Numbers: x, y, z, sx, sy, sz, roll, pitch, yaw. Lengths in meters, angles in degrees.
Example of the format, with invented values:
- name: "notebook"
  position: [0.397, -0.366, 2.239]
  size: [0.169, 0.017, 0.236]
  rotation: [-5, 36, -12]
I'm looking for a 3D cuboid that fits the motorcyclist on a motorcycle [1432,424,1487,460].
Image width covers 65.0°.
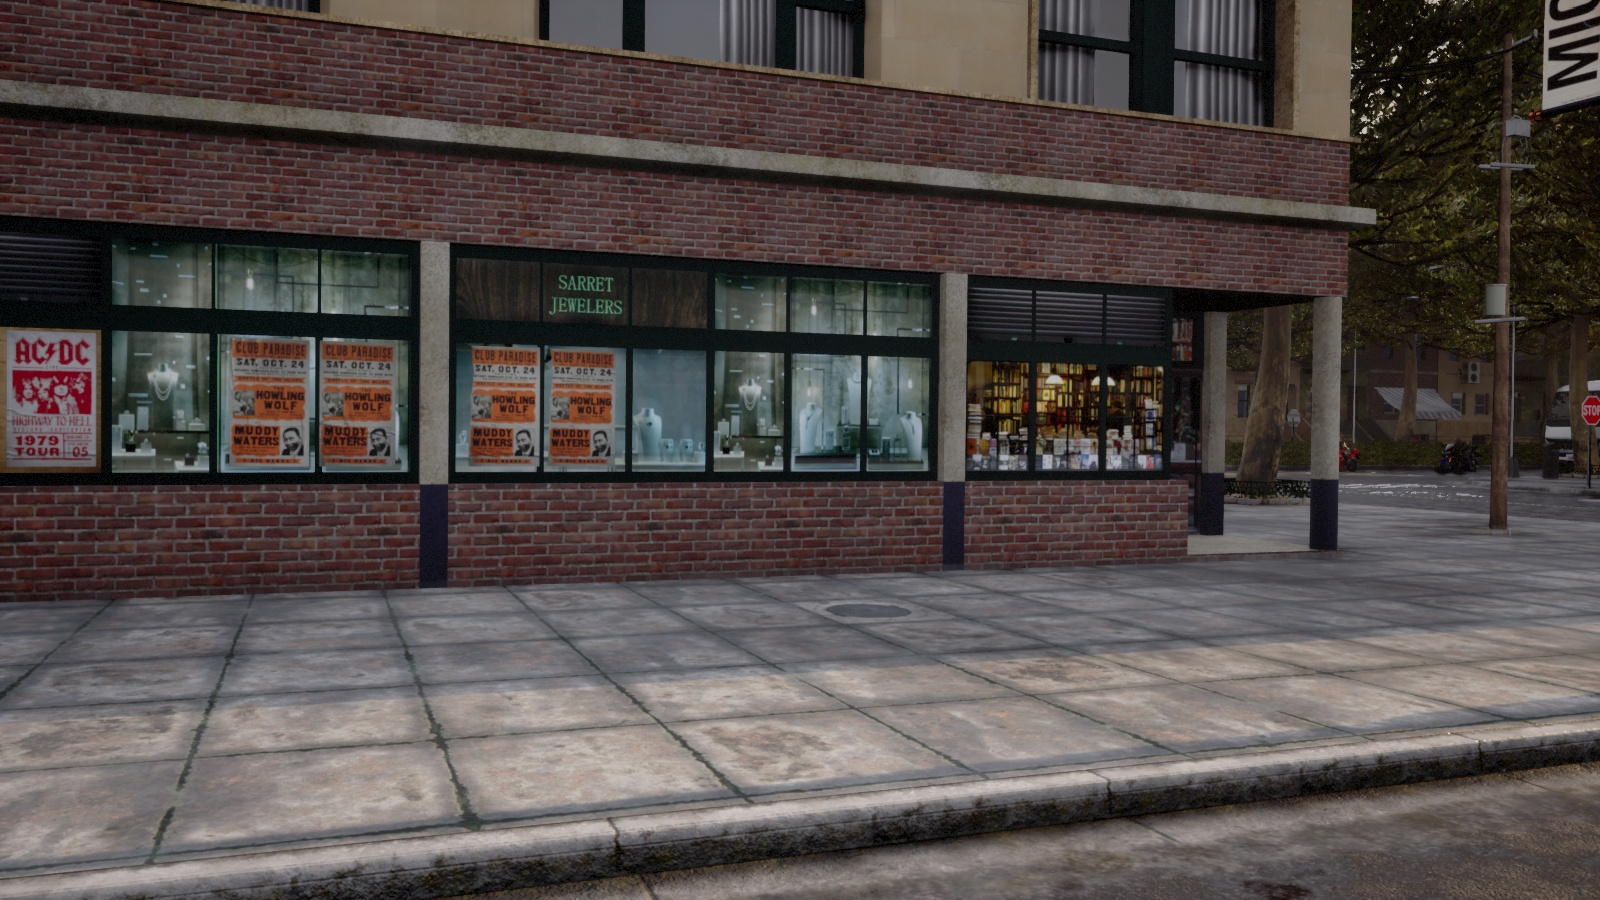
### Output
- name: "motorcyclist on a motorcycle"
  position: [28.802, -0.371, 54.854]
  size: [2.191, 1.530, 0.866]
  rotation: [-1, 1, -21]

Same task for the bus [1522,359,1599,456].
- name: "bus"
  position: [39.354, -1.961, 58.861]
  size: [10.273, 4.253, 3.944]
  rotation: [-1, 1, -21]

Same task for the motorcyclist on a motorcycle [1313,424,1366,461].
- name: "motorcyclist on a motorcycle"
  position: [22.523, -0.316, 52.435]
  size: [2.044, 1.523, 0.797]
  rotation: [-1, 1, -22]
